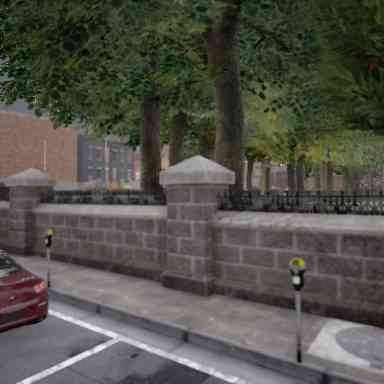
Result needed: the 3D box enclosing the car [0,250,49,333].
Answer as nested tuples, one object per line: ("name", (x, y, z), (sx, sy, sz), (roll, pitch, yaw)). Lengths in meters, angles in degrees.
("car", (-4.162, 1.574, 5.788), (4.206, 1.307, 1.802), (0, -1, 36))
